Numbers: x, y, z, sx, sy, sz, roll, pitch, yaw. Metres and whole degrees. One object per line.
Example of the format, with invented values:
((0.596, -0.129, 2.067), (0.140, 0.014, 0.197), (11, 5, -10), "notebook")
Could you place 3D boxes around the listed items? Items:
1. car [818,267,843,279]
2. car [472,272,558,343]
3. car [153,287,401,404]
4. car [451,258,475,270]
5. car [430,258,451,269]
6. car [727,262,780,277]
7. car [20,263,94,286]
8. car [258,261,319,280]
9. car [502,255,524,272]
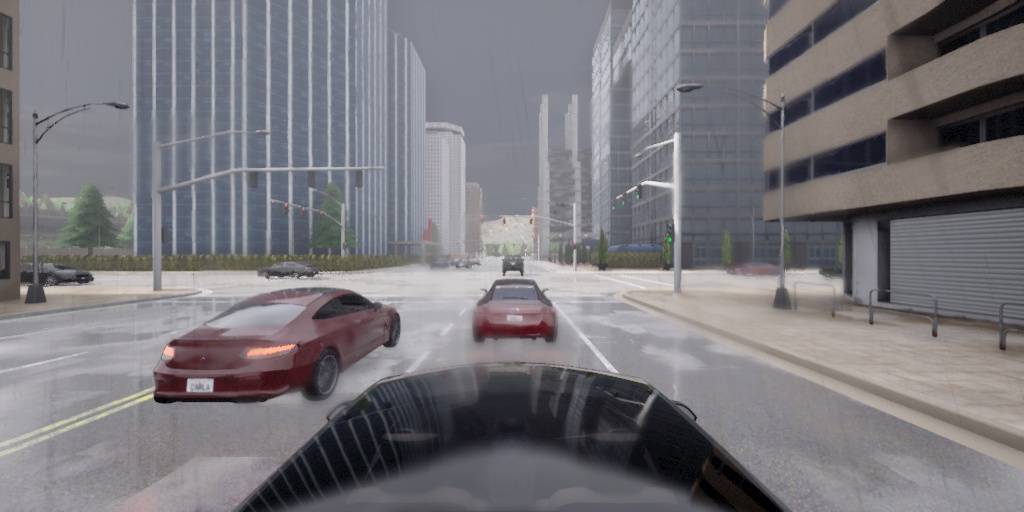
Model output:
((29.040, 1.304, 30.408), (4.718, 1.301, 1.895), (0, 0, 1), "car")
((0.079, 1.301, 9.669), (1.994, 1.385, 4.181), (0, 0, 0), "car")
((-3.441, 1.268, 6.279), (1.812, 1.442, 4.674), (0, 0, 0), "car")
((-7.067, 1.159, 52.295), (2.128, 1.511, 4.902), (0, 0, 0), "car")
((-10.566, 1.020, 52.260), (2.097, 1.767, 4.553), (0, 0, 0), "car")
((22.807, 1.262, 33.974), (4.181, 1.385, 1.994), (0, 0, 1), "car")
((-30.916, 1.219, 23.836), (4.892, 1.490, 1.837), (0, 0, 1), "car")
((-19.046, 1.195, 30.531), (4.902, 1.511, 2.128), (0, 0, 9), "car")
((0.112, 0.912, 38.397), (2.150, 2.045, 5.566), (0, 0, 0), "car")
